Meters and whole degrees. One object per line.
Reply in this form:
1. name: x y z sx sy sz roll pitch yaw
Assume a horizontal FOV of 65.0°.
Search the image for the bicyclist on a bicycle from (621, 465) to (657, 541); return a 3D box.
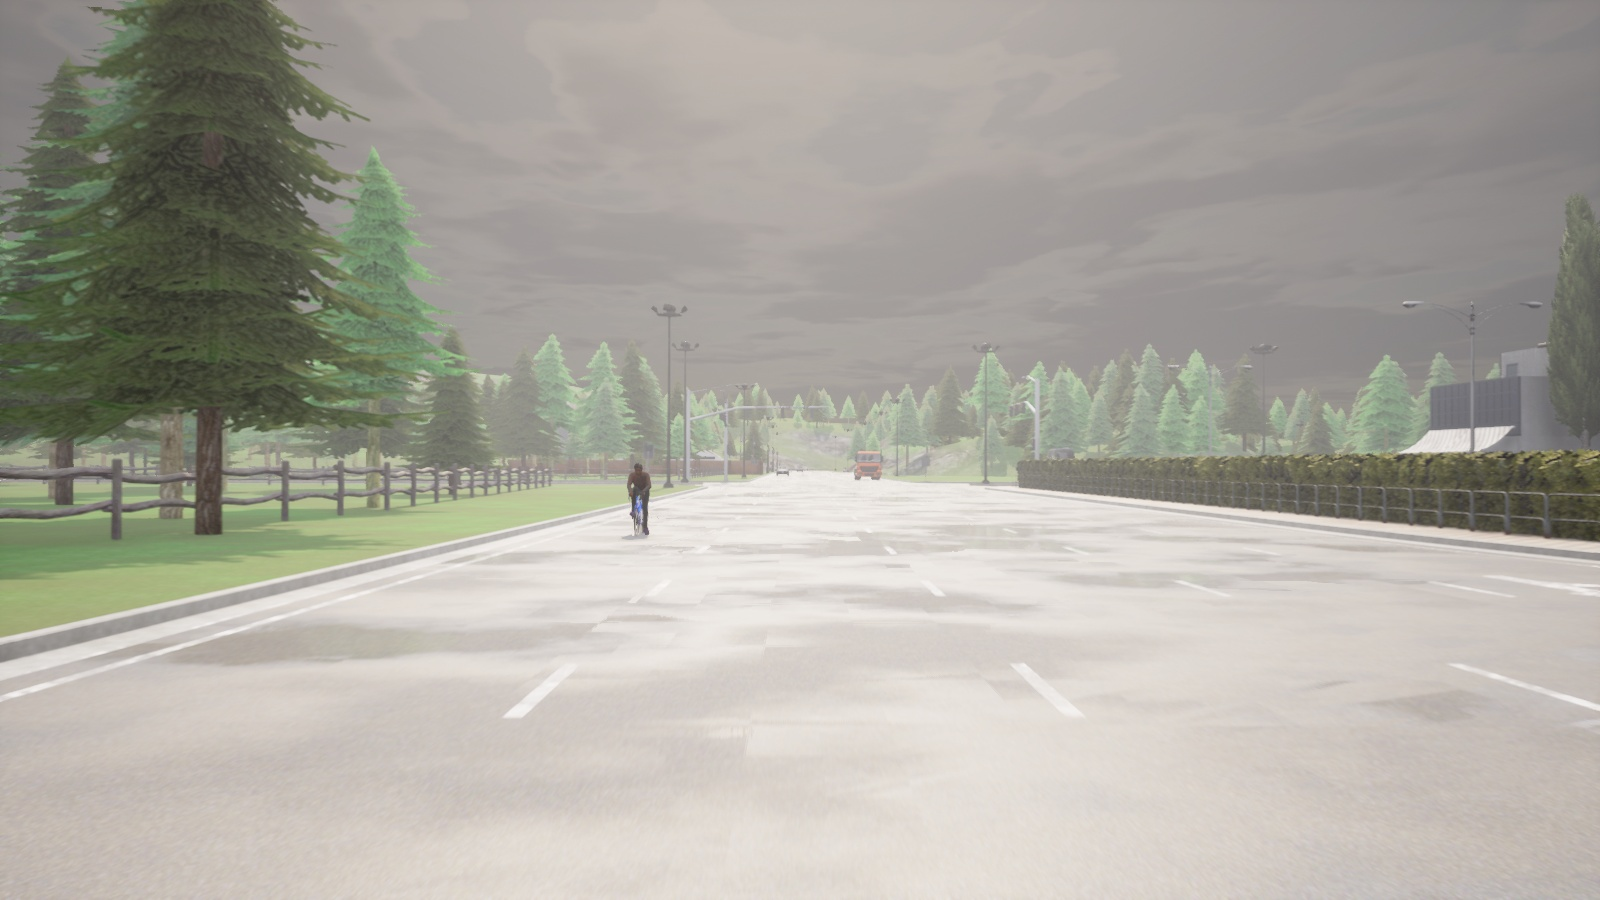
1. bicyclist on a bicycle: -3.562 1.147 27.920 0.582 1.620 1.656 0 0 0
